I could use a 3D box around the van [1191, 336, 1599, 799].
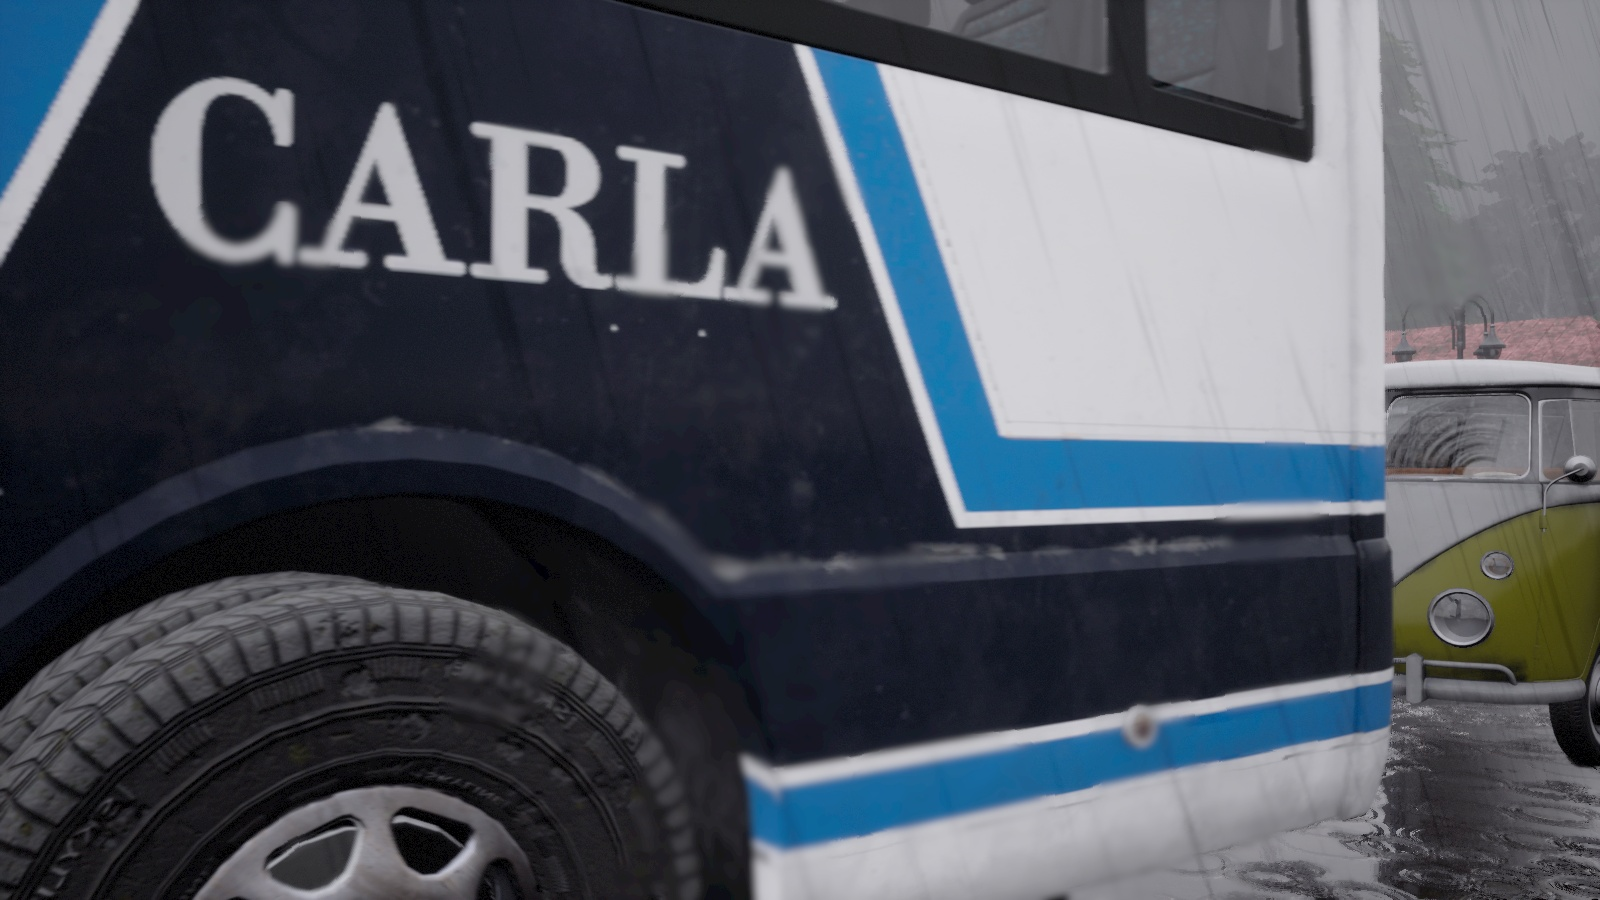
[{"bbox_3d":[4.460,0.506,7.382,4.442,1.987,1.775,0,0,-35],"label":"van"}]

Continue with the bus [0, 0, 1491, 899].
[{"bbox_3d":[-3.678,-0.619,1.719,10.273,4.253,3.944,0,0,-35],"label":"bus"}]
